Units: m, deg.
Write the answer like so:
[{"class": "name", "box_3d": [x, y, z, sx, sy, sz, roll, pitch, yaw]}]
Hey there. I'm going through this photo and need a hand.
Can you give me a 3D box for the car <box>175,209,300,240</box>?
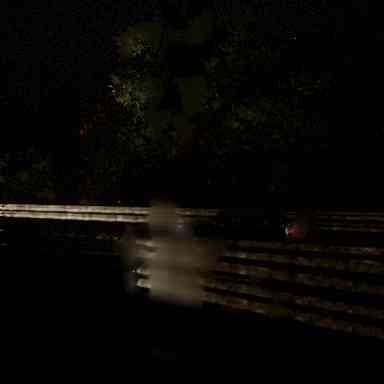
[{"class": "car", "box_3d": [1.546, 1.396, 12.156, 4.553, 1.767, 2.097, 0, 0, 24]}]
